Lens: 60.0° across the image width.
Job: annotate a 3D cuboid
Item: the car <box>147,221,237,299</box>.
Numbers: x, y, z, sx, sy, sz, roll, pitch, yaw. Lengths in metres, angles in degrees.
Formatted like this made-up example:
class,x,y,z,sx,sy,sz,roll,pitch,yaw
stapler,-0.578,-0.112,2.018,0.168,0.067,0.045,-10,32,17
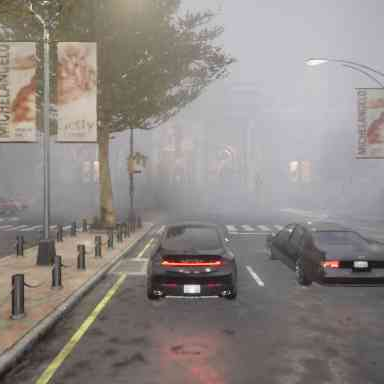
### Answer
class,x,y,z,sx,sy,sz,roll,pitch,yaw
car,-0.003,1.505,8.436,1.837,1.490,4.892,0,0,0

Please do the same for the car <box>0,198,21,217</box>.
class,x,y,z,sx,sy,sz,roll,pitch,yaw
car,-18.154,1.525,30.328,4.674,1.442,1.812,0,-1,29

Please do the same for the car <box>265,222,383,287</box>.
class,x,y,z,sx,sy,sz,roll,pitch,yaw
car,3.496,1.547,9.400,2.033,1.411,5.357,0,0,0

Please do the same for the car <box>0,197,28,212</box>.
class,x,y,z,sx,sy,sz,roll,pitch,yaw
car,-20.210,1.352,35.891,4.553,1.767,2.097,0,0,0
